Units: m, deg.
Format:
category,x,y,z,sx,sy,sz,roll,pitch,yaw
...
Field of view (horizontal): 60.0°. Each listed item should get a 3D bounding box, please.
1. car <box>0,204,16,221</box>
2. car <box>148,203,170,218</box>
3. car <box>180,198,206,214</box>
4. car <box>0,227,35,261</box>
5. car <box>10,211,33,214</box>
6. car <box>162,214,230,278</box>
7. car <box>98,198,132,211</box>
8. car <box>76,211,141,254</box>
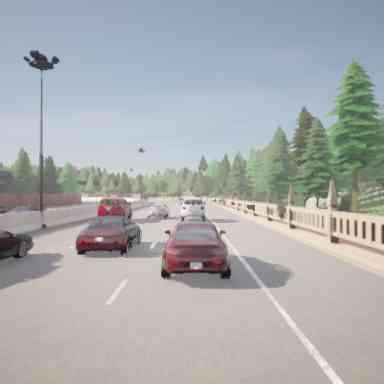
category,x,y,z,sx,sy,sz,roll,pitch,yaw
car,-17.583,1.809,28.995,1.837,1.490,4.892,0,-1,0
car,-3.389,1.887,34.526,1.812,1.442,4.674,0,0,0
car,0.108,1.548,31.097,2.150,2.045,5.566,0,0,0
car,-6.896,1.655,10.190,2.033,1.411,5.357,0,-1,0
car,-14.086,1.843,28.153,2.033,1.411,5.357,0,-1,0
car,0.105,1.635,10.375,1.812,1.442,4.674,0,0,0
car,-6.890,1.539,30.132,2.150,2.045,5.566,0,0,0
car,-3.394,1.714,14.188,1.994,1.385,4.181,0,-1,0
